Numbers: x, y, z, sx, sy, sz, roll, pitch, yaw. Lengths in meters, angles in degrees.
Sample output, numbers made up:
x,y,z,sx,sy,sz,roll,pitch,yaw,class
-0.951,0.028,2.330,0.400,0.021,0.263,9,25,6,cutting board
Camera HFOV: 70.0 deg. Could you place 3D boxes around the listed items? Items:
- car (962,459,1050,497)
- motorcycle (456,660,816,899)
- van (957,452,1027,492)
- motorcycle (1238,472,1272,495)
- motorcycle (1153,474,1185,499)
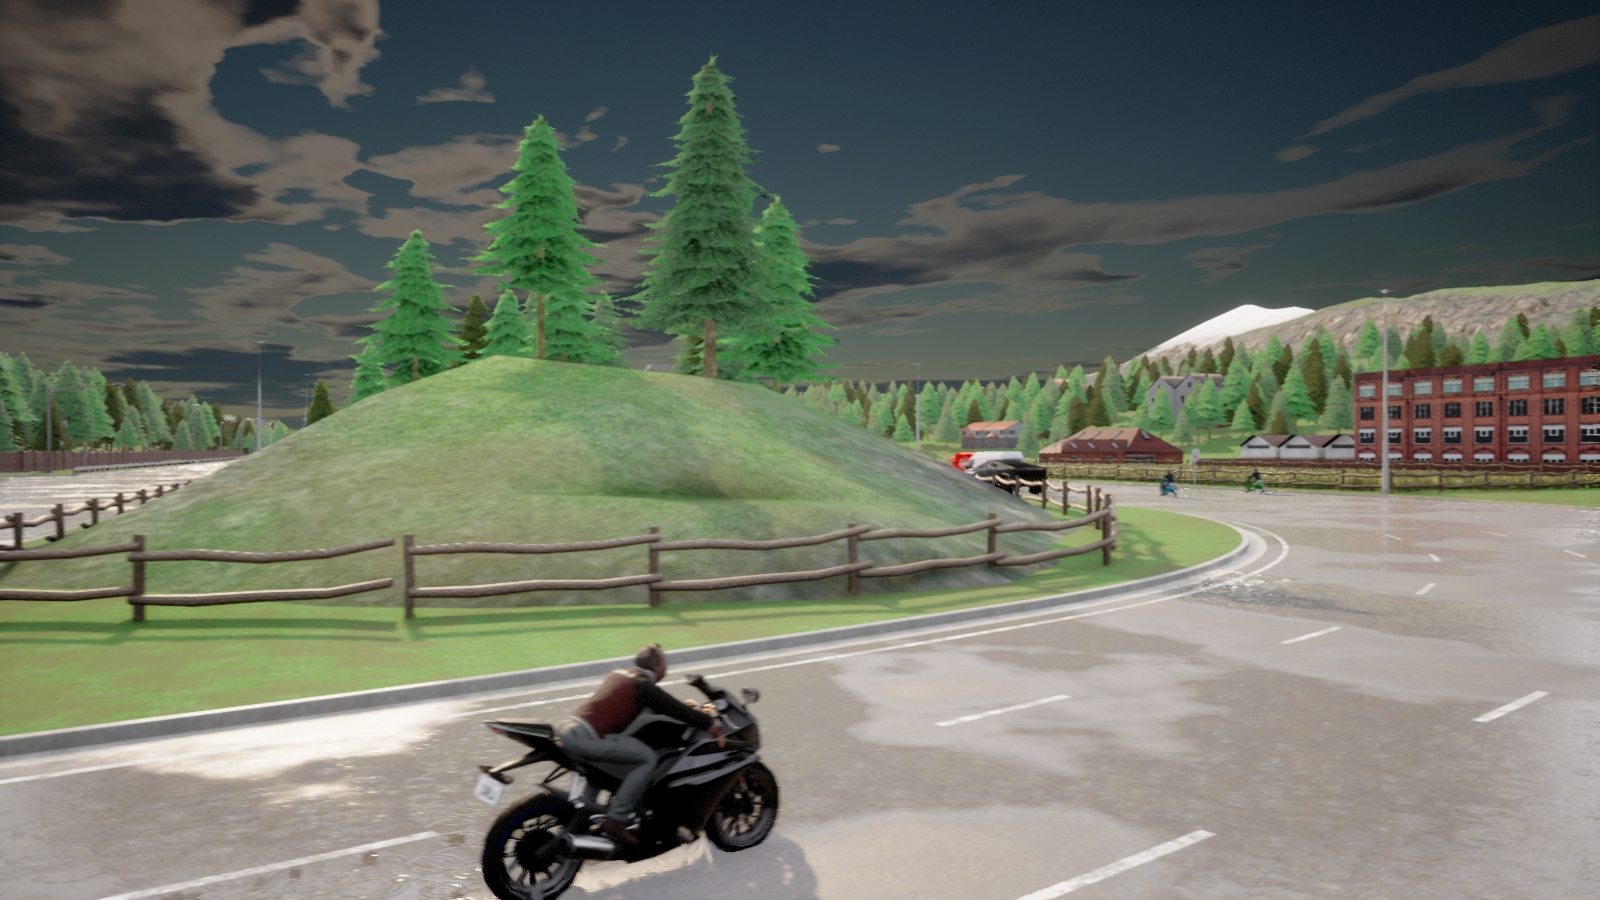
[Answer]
x,y,z,sx,sy,sz,roll,pitch,yaw,class
12.264,1.642,68.593,2.390,2.098,6.274,0,0,-19,car
-1.030,2.194,7.543,2.209,1.251,0.867,0,-1,-38,motorcycle
12.914,1.411,77.309,1.988,2.561,5.915,0,0,-21,van
27.279,2.001,68.517,0.856,1.316,1.805,-1,0,-20,motorcycle
20.532,2.020,63.585,0.856,1.316,1.805,-3,1,-12,motorcycle
